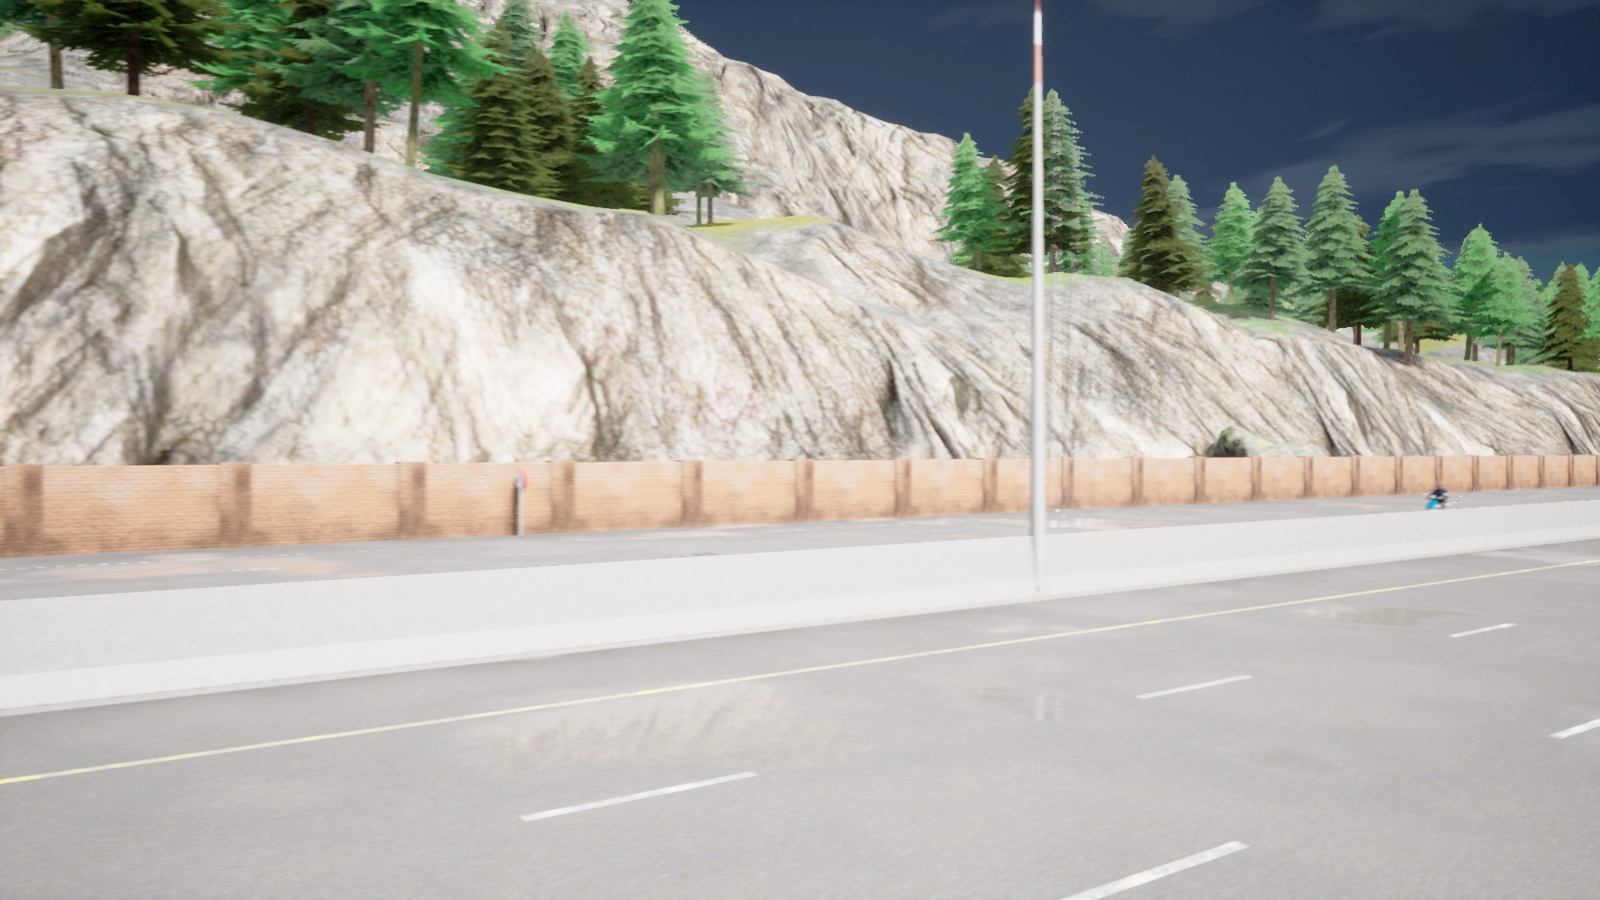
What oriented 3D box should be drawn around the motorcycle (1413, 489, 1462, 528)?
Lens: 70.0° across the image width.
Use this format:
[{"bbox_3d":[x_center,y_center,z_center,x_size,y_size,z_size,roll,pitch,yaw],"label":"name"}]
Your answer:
[{"bbox_3d":[23.415,2.124,41.955,1.805,1.334,0.856,0,0,-36],"label":"motorcycle"}]
